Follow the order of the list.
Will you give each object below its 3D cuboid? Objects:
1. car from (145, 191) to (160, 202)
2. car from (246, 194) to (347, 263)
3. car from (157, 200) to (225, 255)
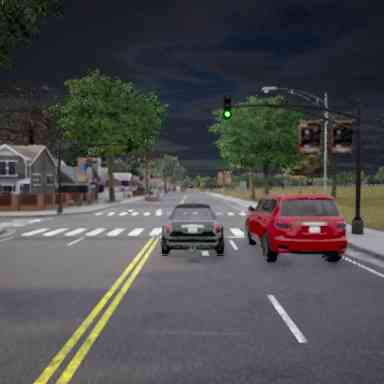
[{"bbox_3d":[-6.548,0.677,55.314,2.097,1.767,4.553,0,1,0],"label":"car"},{"bbox_3d":[3.276,1.077,11.507,2.150,2.045,5.566,0,0,0],"label":"car"},{"bbox_3d":[0.039,1.196,12.672,2.097,1.767,4.553,0,1,0],"label":"car"}]
